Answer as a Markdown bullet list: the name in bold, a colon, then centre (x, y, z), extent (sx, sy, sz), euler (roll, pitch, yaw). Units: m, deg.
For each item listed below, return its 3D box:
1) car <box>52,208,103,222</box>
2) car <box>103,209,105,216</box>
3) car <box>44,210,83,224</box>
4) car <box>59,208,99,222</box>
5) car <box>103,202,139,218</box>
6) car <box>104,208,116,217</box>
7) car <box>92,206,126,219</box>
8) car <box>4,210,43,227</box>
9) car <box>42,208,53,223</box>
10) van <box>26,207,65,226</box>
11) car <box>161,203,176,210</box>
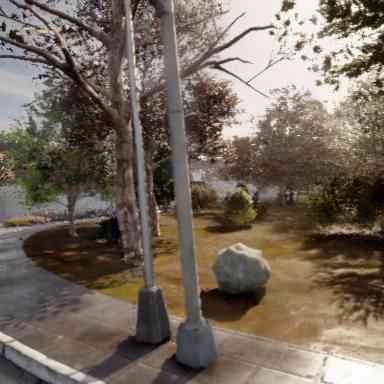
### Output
- **car**: centre (-13.901, 2.763, 40.652), extent (2.128, 1.511, 4.902), euler (-7, -3, 32)
- **car**: centre (-15.441, 3.445, 53.251), extent (4.892, 1.521, 2.231), euler (-7, -3, 12)
- **car**: centre (-18.604, 3.564, 48.180), extent (4.792, 1.488, 2.163), euler (-7, -3, 12)
- **car**: centre (-17.194, 3.505, 50.752), extent (5.366, 1.575, 1.946), euler (-7, -3, 12)
- **car**: centre (-12.371, 3.116, 58.344), extent (5.566, 2.045, 2.435), euler (-7, -3, 12)
- **car**: centre (-10.724, 2.946, 51.419), extent (1.812, 1.442, 4.674), euler (-7, -3, 32)
- **car**: centre (-13.884, 3.403, 55.798), extent (5.008, 1.535, 2.097), euler (-7, -3, 12)
- **car**: centre (-21.529, 3.597, 43.069), extent (5.366, 1.575, 1.946), euler (-7, -3, 12)
- **car**: centre (-16.090, 3.078, 42.775), extent (1.837, 1.490, 4.892), euler (-7, -3, 32)
- **van**: centre (-20.053, 3.338, 45.631), extent (4.442, 1.987, 1.878), euler (-7, -3, 12)
- **car**: centre (-3.298, 2.788, 63.327), extent (2.033, 1.411, 5.357), euler (-7, -3, 32)
